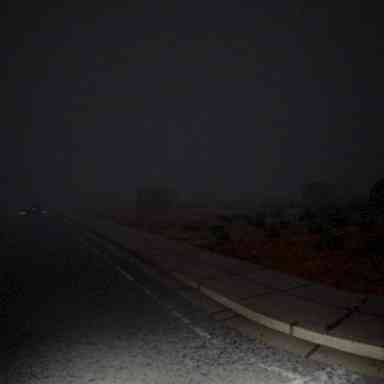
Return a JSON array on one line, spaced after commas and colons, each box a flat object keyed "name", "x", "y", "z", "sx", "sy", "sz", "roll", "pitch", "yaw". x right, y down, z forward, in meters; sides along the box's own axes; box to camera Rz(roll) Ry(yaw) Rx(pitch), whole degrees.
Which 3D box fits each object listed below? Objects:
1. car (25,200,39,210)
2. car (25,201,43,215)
[{"name": "car", "x": -27.550, "y": 2.245, "z": 57.239, "sx": 2.128, "sy": 1.511, "sz": 4.902, "roll": -2, "pitch": 0, "yaw": -26}, {"name": "car", "x": -19.839, "y": 2.093, "z": 41.714, "sx": 1.994, "sy": 1.385, "sz": 4.181, "roll": -2, "pitch": 0, "yaw": -26}]
